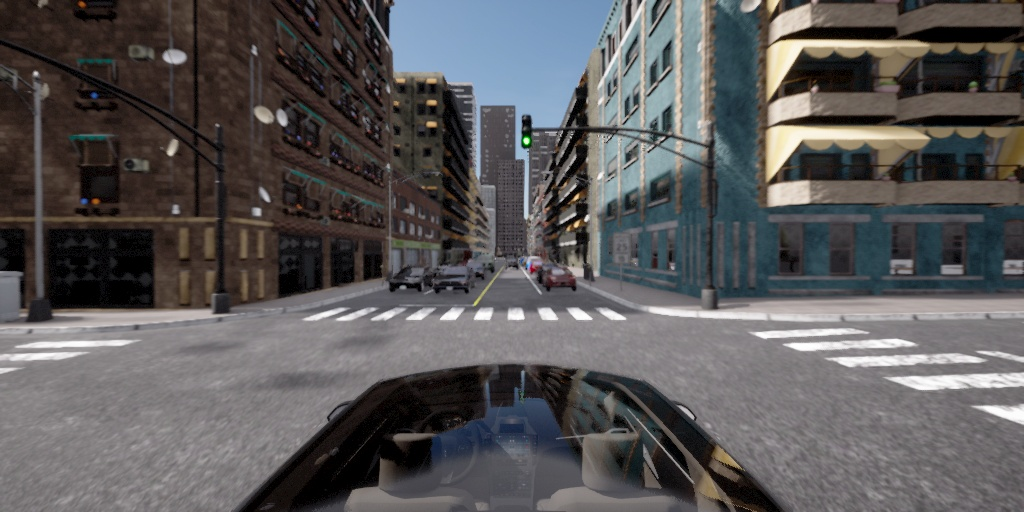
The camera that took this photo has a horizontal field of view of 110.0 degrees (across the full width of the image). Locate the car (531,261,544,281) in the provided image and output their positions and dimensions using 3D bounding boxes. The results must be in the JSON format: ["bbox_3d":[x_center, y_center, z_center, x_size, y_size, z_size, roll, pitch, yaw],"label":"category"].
[{"bbox_3d":[2.690,1.246,26.403,1.948,1.339,4.313,0,0,0],"label":"car"}]

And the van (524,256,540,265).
[{"bbox_3d":[2.690,0.978,42.973,1.690,1.789,3.998,0,0,0],"label":"van"}]

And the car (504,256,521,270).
[{"bbox_3d":[0.000,1.125,49.917,1.837,1.490,4.892,0,0,0],"label":"car"}]

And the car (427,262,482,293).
[{"bbox_3d":[-3.096,1.243,20.474,2.033,1.411,5.357,0,0,0],"label":"car"}]

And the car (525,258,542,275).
[{"bbox_3d":[2.690,1.197,37.450,1.888,1.381,4.507,0,0,0],"label":"car"}]

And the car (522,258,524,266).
[{"bbox_3d":[2.690,1.190,48.497,1.948,1.339,4.313,0,0,0],"label":"car"}]

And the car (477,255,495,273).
[{"bbox_3d":[-3.086,0.864,41.232,2.150,2.045,5.566,0,0,0],"label":"car"}]

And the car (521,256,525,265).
[{"bbox_3d":[2.691,1.111,65.236,1.751,1.417,4.829,0,0,0],"label":"car"}]

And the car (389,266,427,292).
[{"bbox_3d":[-5.692,1.261,20.892,1.948,1.339,4.313,0,0,0],"label":"car"}]

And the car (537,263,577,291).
[{"bbox_3d":[2.689,1.277,20.880,1.802,1.307,4.207,0,0,0],"label":"car"}]

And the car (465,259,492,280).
[{"bbox_3d":[-3.099,1.216,30.609,2.033,1.411,5.357,0,0,-1],"label":"car"}]
